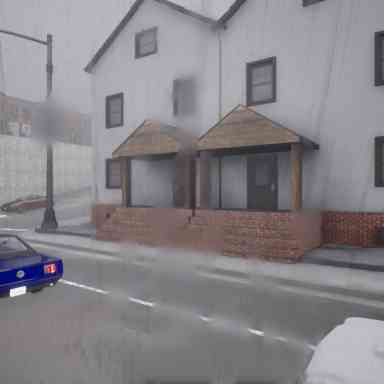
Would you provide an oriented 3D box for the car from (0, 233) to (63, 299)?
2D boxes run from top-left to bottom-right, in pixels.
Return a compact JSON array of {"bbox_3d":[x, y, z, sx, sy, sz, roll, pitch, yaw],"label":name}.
[{"bbox_3d":[-5.096,1.601,7.616,4.718,1.301,1.895,0,0,36],"label":"car"}]

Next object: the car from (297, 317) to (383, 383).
[{"bbox_3d":[3.015,1.601,1.829,4.718,1.301,1.895,0,0,36],"label":"car"}]

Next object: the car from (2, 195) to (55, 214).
[{"bbox_3d":[-14.331,0.973,29.257,1.994,1.385,4.181,0,7,35],"label":"car"}]
